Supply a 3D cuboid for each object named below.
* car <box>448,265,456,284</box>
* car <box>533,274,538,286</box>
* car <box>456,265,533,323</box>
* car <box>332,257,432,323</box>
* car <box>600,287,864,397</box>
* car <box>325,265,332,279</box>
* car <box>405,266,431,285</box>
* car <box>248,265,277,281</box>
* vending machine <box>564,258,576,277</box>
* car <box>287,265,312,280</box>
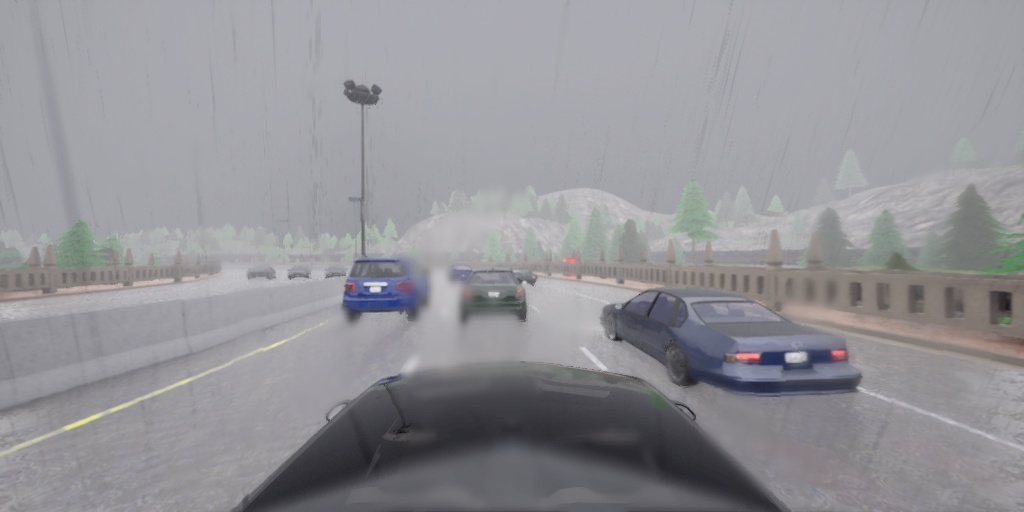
[{"bbox_3d":[-4.324,1.458,30.342,1.882,1.535,5.008,0,-1,-16],"label":"car"},{"bbox_3d":[0.355,1.520,26.582,1.895,1.301,4.718,0,0,-13],"label":"car"},{"bbox_3d":[-0.742,1.178,12.664,2.097,1.767,4.553,0,0,-6],"label":"car"},{"bbox_3d":[-4.216,1.069,12.894,2.150,2.045,5.566,0,0,-7],"label":"car"},{"bbox_3d":[3.335,1.313,6.915,2.033,1.411,5.357,0,0,-4],"label":"car"},{"bbox_3d":[-18.244,1.659,37.401,1.837,1.490,4.892,0,-1,-24],"label":"car"},{"bbox_3d":[-8.067,1.574,30.558,1.994,1.385,4.181,0,-1,-17],"label":"car"},{"bbox_3d":[-25.773,1.698,37.120,1.882,1.535,5.008,0,-1,-26],"label":"car"},{"bbox_3d":[5.837,1.147,36.227,1.100,2.100,0.880,0,0,-18],"label":"vending machine"},{"bbox_3d":[-22.039,1.694,37.378,1.837,1.490,4.892,0,-1,-25],"label":"car"}]
